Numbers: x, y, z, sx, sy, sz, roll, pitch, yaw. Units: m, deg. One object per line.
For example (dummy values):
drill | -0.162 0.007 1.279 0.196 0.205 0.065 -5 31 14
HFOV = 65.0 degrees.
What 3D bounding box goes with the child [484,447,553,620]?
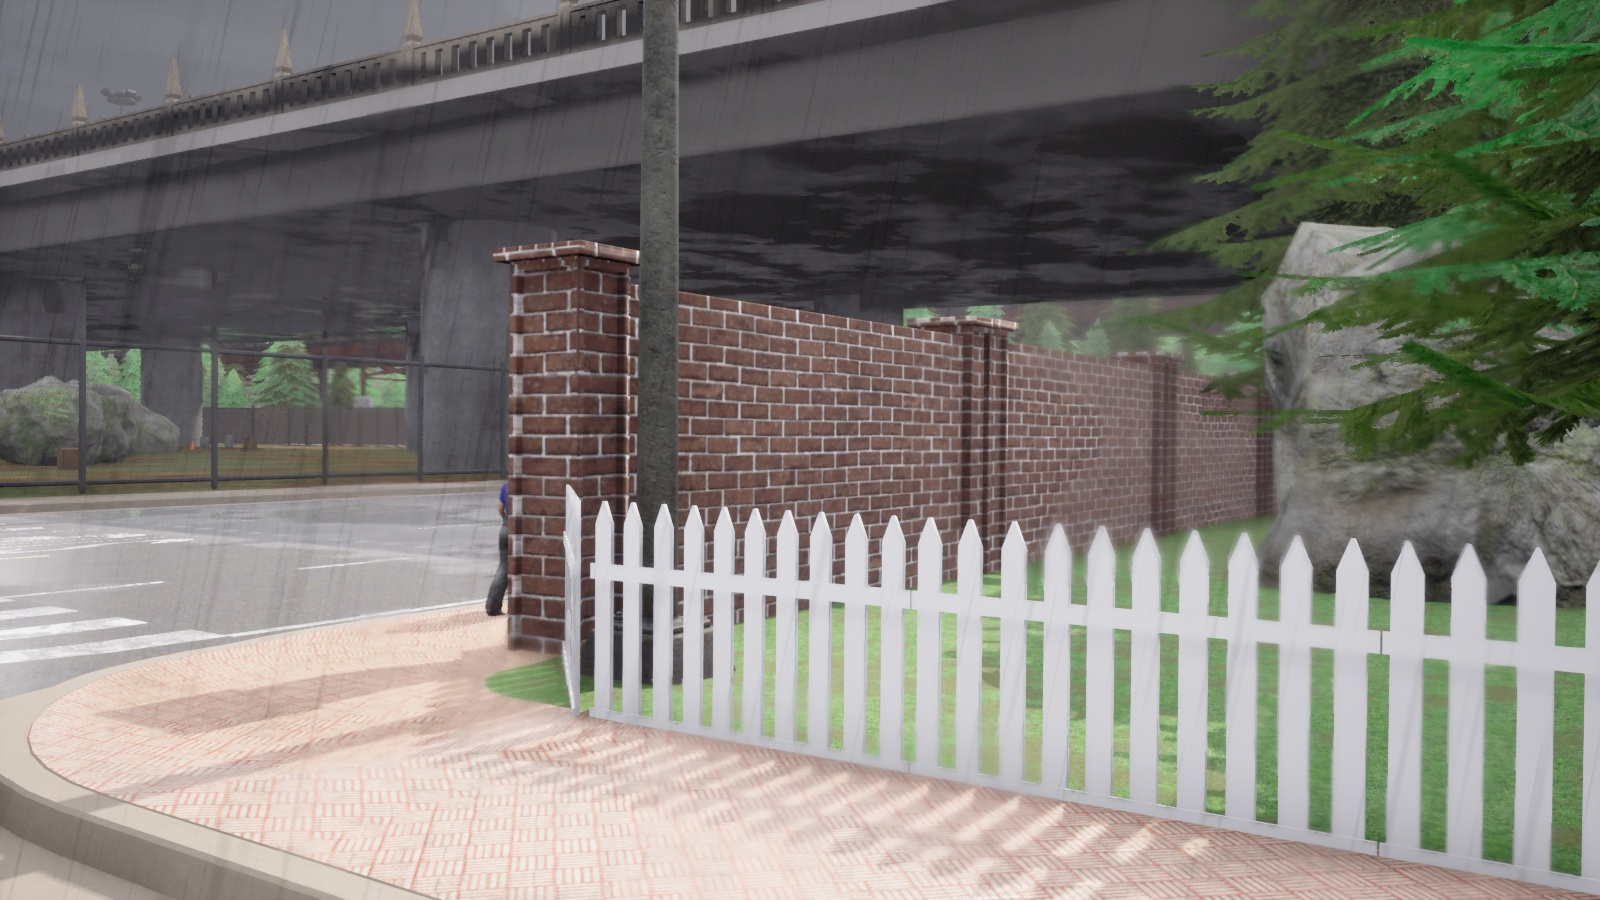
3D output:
child | -2.120 0.615 9.463 0.270 1.263 0.437 0 1 28
